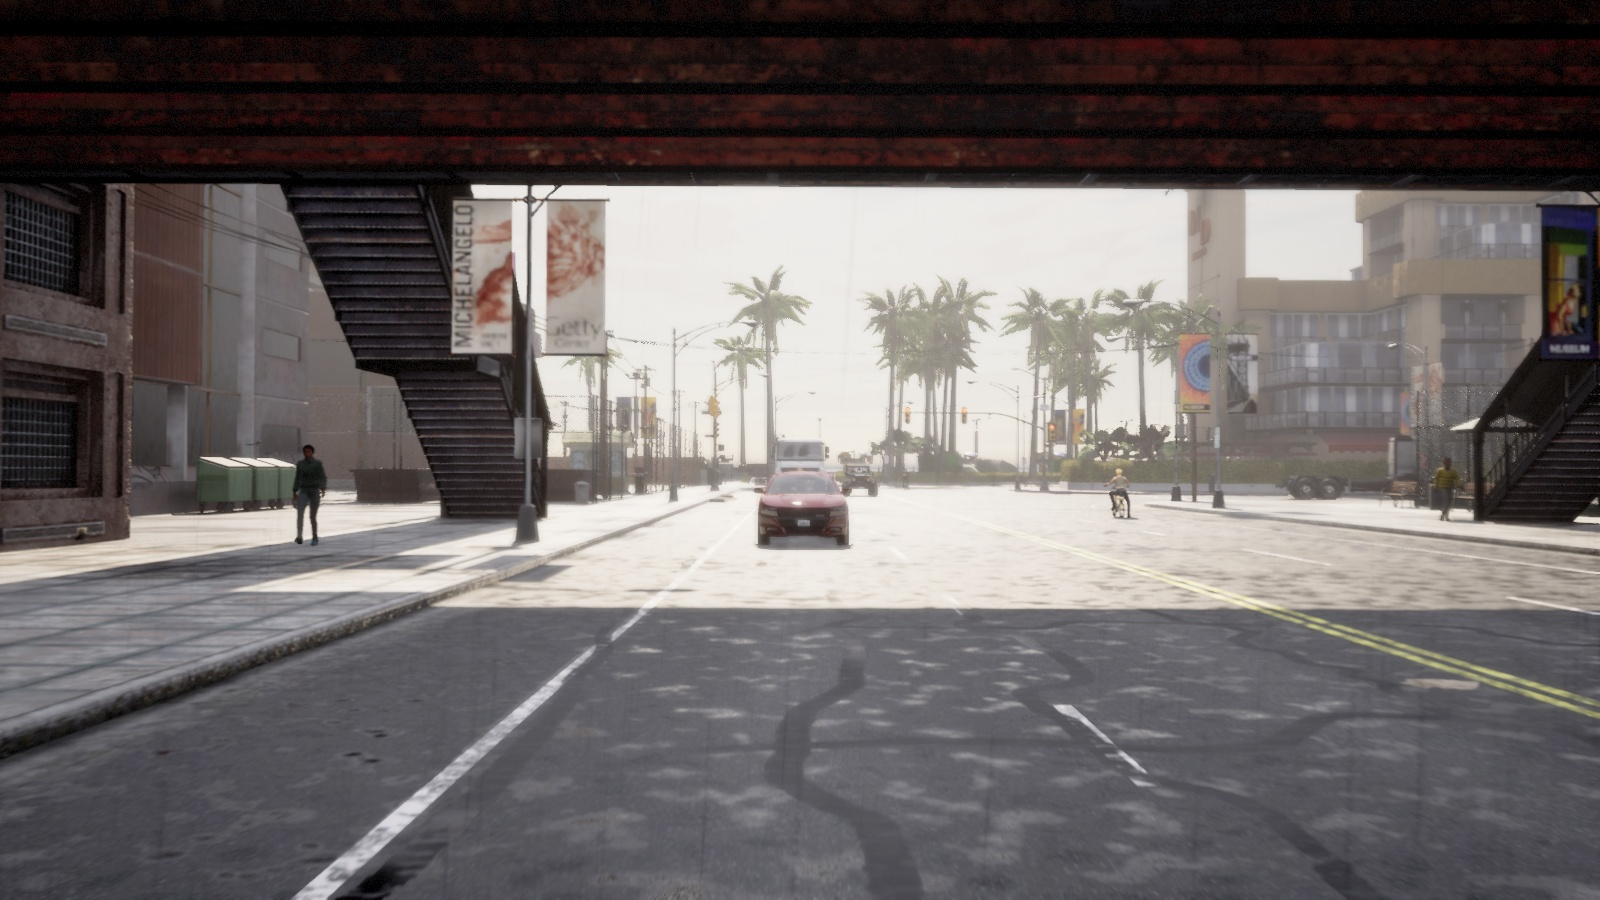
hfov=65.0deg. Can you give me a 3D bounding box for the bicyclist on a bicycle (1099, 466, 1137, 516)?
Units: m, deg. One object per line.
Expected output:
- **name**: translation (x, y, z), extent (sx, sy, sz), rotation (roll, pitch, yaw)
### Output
- **bicyclist on a bicycle**: translation (10.436, 1.329, 41.228), extent (0.866, 1.612, 1.509), rotation (0, -1, 0)

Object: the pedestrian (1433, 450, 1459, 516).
- **pedestrian**: translation (18.106, 0.928, 35.194), extent (0.431, 1.840, 0.709), rotation (0, -1, 9)

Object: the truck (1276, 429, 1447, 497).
- **truck**: translation (29.691, 0.718, 66.749), extent (7.936, 3.462, 2.891), rotation (0, -1, 15)

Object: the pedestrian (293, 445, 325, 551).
- **pedestrian**: translation (-8.639, 0.837, 22.109), extent (0.353, 1.847, 0.614), rotation (0, -1, -5)

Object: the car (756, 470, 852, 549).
- **car**: translation (0.065, 1.199, 27.144), extent (1.882, 1.535, 5.008), rotation (0, -1, 0)

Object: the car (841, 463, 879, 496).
- **car**: translation (3.445, 1.690, 72.612), extent (1.905, 1.878, 3.866), rotation (0, -1, -1)

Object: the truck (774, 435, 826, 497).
- **truck**: translation (-0.061, 0.963, 75.099), extent (2.891, 3.462, 7.936), rotation (0, -1, -1)
